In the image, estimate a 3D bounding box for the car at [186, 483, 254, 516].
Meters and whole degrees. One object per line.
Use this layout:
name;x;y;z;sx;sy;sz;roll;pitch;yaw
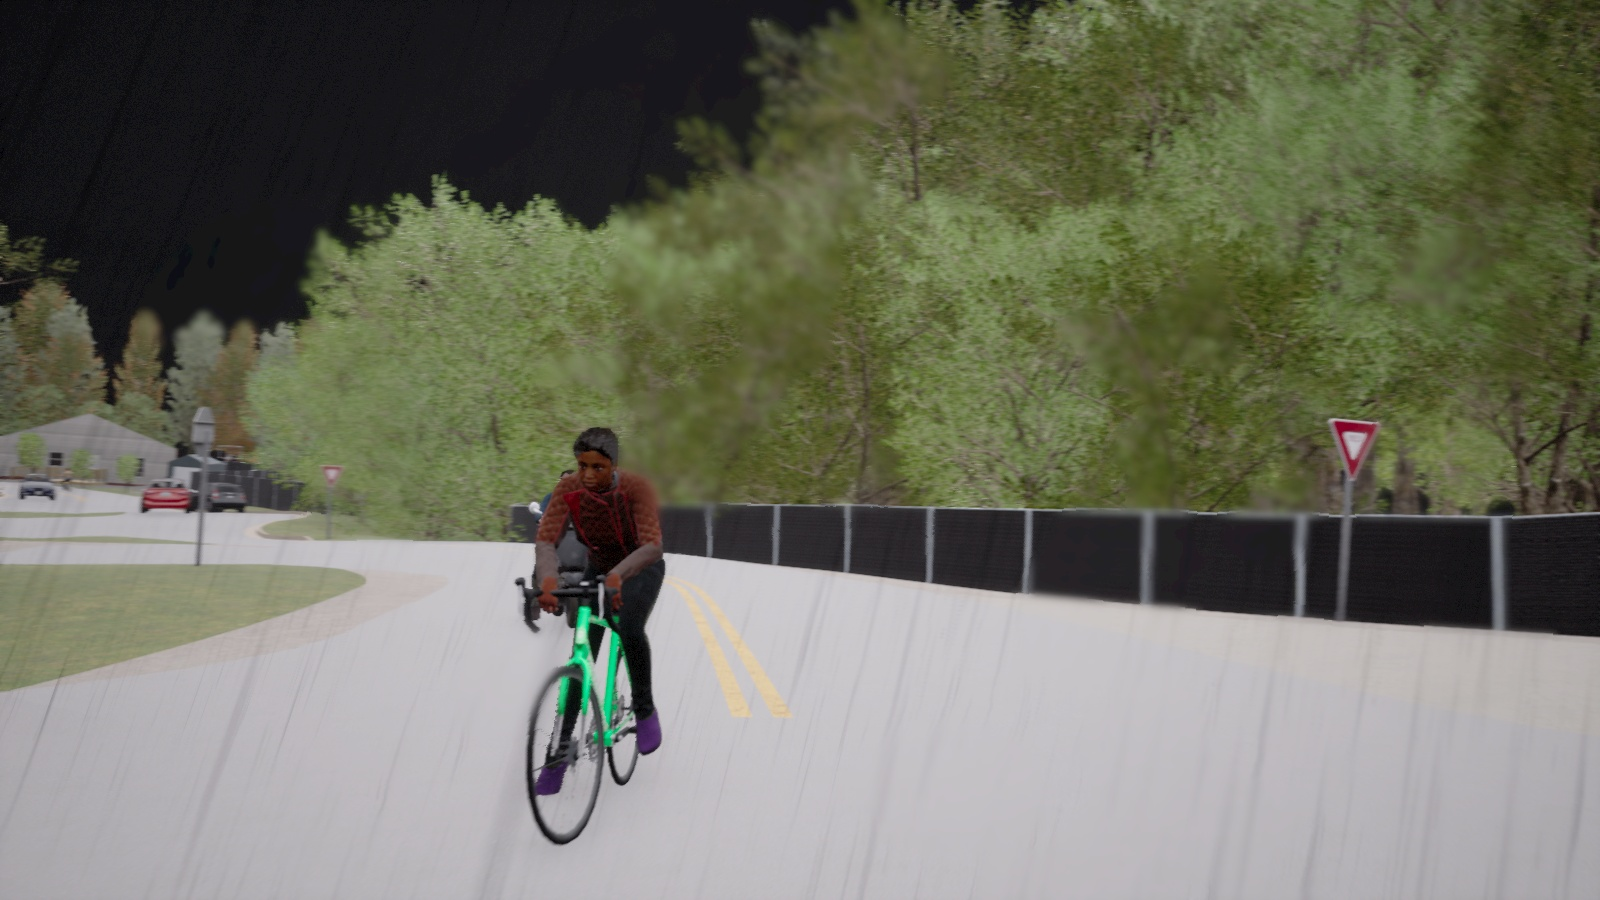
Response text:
car;-30.582;2.634;66.164;3.988;1.617;1.851;-4;-5;43

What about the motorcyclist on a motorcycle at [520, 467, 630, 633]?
motorcyclist on a motorcycle;-2.365;1.009;13.027;0.866;1.590;1.817;2;-3;-17

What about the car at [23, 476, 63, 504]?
car;-45.202;2.380;74.956;1.816;1.474;4.193;4;-1;-33

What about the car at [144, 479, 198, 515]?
car;-30.546;2.281;61.080;2.242;1.667;4.611;2;-3;-26

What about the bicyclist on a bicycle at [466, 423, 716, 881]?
bicyclist on a bicycle;-0.805;0.739;5.324;0.582;1.620;1.656;1;-2;6
